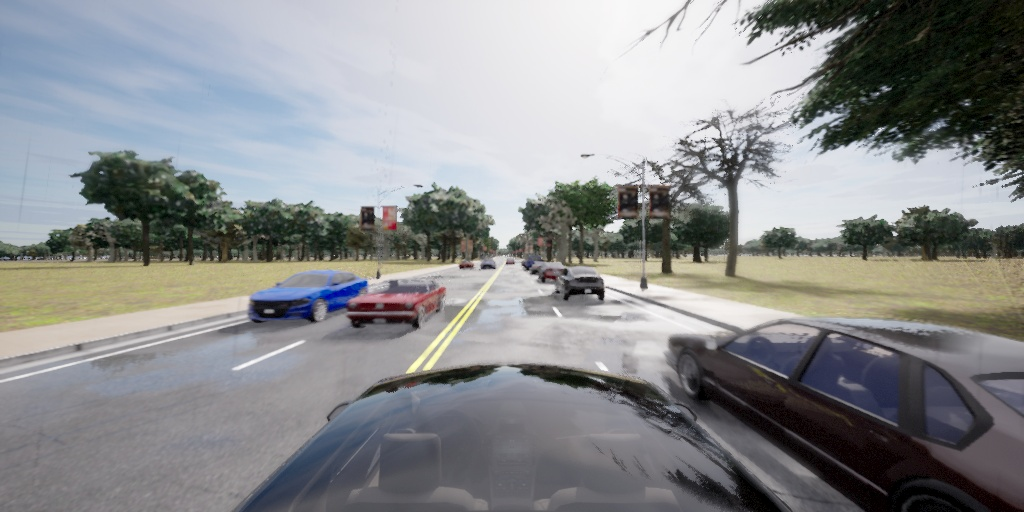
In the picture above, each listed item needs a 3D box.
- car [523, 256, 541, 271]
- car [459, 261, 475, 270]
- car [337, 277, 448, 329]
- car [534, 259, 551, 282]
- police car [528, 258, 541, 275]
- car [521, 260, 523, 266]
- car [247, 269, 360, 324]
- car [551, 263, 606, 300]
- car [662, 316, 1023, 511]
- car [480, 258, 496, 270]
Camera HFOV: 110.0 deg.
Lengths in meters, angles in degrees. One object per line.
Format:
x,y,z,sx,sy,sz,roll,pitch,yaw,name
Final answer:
3.109,0.973,50.727,2.150,2.045,5.566,0,0,0,car
-6.724,1.353,53.479,1.895,1.301,4.718,0,0,0,car
-3.361,1.351,11.324,1.895,1.301,4.718,0,0,0,car
3.202,1.254,28.716,2.163,1.488,4.792,0,0,0,car
3.161,1.255,39.692,2.038,1.542,4.974,0,0,0,police car
3.043,1.257,61.732,2.163,1.488,4.792,0,0,0,car
-6.611,1.228,12.256,1.882,1.535,5.008,0,0,0,car
3.230,1.254,17.681,1.837,1.490,4.892,0,0,0,car
3.349,1.297,3.337,2.033,1.411,5.357,0,0,0,car
-3.472,1.105,52.661,2.097,1.767,4.553,0,0,0,car
